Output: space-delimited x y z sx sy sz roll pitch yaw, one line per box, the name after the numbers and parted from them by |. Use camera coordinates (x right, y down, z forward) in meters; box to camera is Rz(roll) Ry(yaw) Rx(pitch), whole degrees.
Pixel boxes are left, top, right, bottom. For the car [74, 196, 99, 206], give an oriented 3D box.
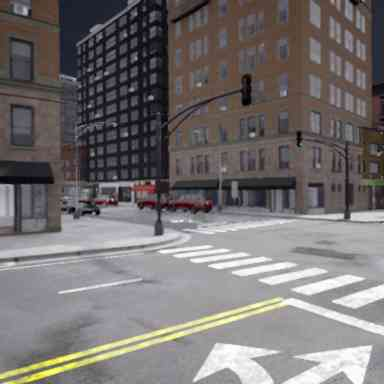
-15.491 1.242 48.616 1.802 1.307 4.206 0 1 -44 | car

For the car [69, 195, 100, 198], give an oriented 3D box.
-12.800 1.296 37.544 2.128 1.511 4.902 -1 1 -44 | car

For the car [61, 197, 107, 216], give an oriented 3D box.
-10.112 1.455 30.813 1.947 1.339 4.313 0 0 -44 | car

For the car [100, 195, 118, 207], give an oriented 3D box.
-11.657 1.148 44.660 1.967 1.590 4.097 0 1 -44 | car

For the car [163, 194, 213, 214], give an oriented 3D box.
-0.160 1.161 32.791 2.192 1.841 5.009 0 1 -44 | car

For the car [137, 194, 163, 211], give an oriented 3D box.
-3.992 1.115 36.747 2.192 1.841 5.009 0 1 -44 | car

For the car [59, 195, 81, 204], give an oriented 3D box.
-19.322 1.194 52.572 1.802 1.307 4.206 0 1 -44 | car
